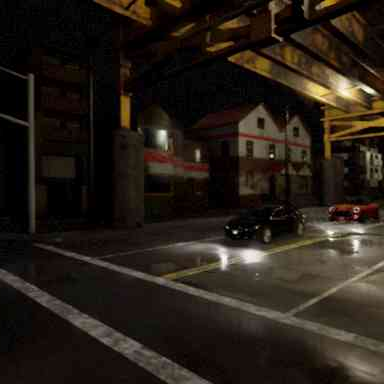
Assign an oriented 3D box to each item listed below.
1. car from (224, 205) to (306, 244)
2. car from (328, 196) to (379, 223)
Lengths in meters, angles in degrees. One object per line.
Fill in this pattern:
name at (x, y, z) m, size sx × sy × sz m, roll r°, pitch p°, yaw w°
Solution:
car at (3.444, 1.368, 15.176) m, size 1.837 × 1.490 × 4.892 m, roll 0°, pitch 1°, yaw 45°
car at (11.177, 1.105, 22.928) m, size 2.097 × 1.767 × 4.553 m, roll 0°, pitch 1°, yaw 45°
